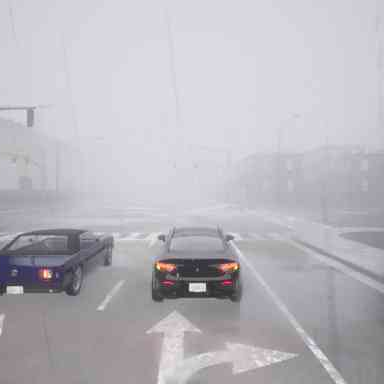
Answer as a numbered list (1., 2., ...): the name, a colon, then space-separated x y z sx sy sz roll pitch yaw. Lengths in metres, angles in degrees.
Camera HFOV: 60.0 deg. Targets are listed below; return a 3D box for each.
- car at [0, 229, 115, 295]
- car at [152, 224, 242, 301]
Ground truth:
1. car: -3.397 1.601 8.633 1.895 1.301 4.718 0 0 0
2. car: 0.101 1.526 8.200 1.812 1.442 4.674 0 0 0
